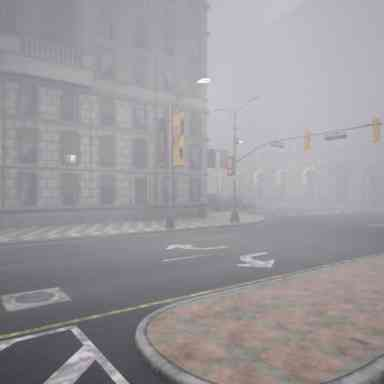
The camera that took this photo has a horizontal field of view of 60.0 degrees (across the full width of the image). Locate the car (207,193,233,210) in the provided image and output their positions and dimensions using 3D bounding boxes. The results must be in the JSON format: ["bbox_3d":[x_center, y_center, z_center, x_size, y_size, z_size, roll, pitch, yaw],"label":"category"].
[{"bbox_3d":[2.725,1.221,43.784,2.150,2.045,5.566,0,0,-36],"label":"car"}]

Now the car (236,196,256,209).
[{"bbox_3d":[6.393,1.352,44.690,2.097,1.767,4.553,0,0,-36],"label":"car"}]
